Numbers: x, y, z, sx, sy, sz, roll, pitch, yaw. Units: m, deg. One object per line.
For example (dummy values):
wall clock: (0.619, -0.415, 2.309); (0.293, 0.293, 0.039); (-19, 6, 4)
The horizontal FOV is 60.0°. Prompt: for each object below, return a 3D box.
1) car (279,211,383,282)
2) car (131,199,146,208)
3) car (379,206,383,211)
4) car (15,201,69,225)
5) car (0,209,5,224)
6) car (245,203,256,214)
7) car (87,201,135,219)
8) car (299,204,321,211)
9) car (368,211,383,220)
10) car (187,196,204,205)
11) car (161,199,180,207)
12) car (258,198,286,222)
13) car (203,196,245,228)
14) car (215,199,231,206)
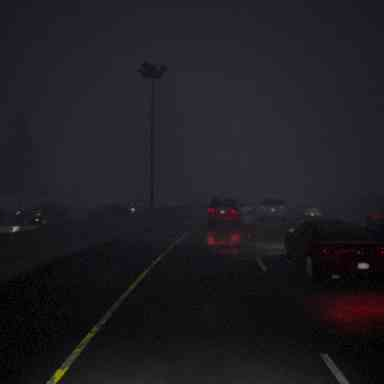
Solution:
car: (4.158, 1.581, 10.172); (1.882, 1.535, 5.008); (0, -1, 4)
car: (-9.824, 2.008, 57.970); (1.837, 1.490, 4.892); (0, -1, 21)
car: (12.477, 1.568, 20.330); (2.097, 1.767, 4.553); (0, -1, 9)
car: (-11.578, 1.562, 25.998); (2.097, 1.767, 4.553); (0, -1, 10)
car: (-15.535, 1.683, 23.592); (1.837, 1.490, 4.892); (0, -1, 9)
car: (6.793, 1.995, 41.511); (1.895, 1.301, 4.718); (0, -1, 17)
car: (-7.328, 1.802, 29.862); (2.033, 1.411, 5.357); (0, -1, 12)
car: (11.421, 1.847, 32.265); (1.812, 1.442, 4.674); (0, -1, 14)
car: (7.841, 1.681, 12.527); (2.033, 1.411, 5.357); (0, -1, 6)
car: (1.020, 1.816, 65.560); (2.150, 2.045, 5.566); (0, 0, 25)
car: (-3.998, 2.040, 62.926); (1.882, 1.535, 5.008); (0, -1, 24)
car: (7.021, 1.503, 29.052); (2.150, 2.045, 5.566); (0, -1, 12)
car: (2.488, 1.446, 24.286); (2.150, 2.045, 5.566); (0, -1, 11)
car: (6.536, 2.181, 69.192); (1.994, 1.385, 4.181); (0, -1, 25)
